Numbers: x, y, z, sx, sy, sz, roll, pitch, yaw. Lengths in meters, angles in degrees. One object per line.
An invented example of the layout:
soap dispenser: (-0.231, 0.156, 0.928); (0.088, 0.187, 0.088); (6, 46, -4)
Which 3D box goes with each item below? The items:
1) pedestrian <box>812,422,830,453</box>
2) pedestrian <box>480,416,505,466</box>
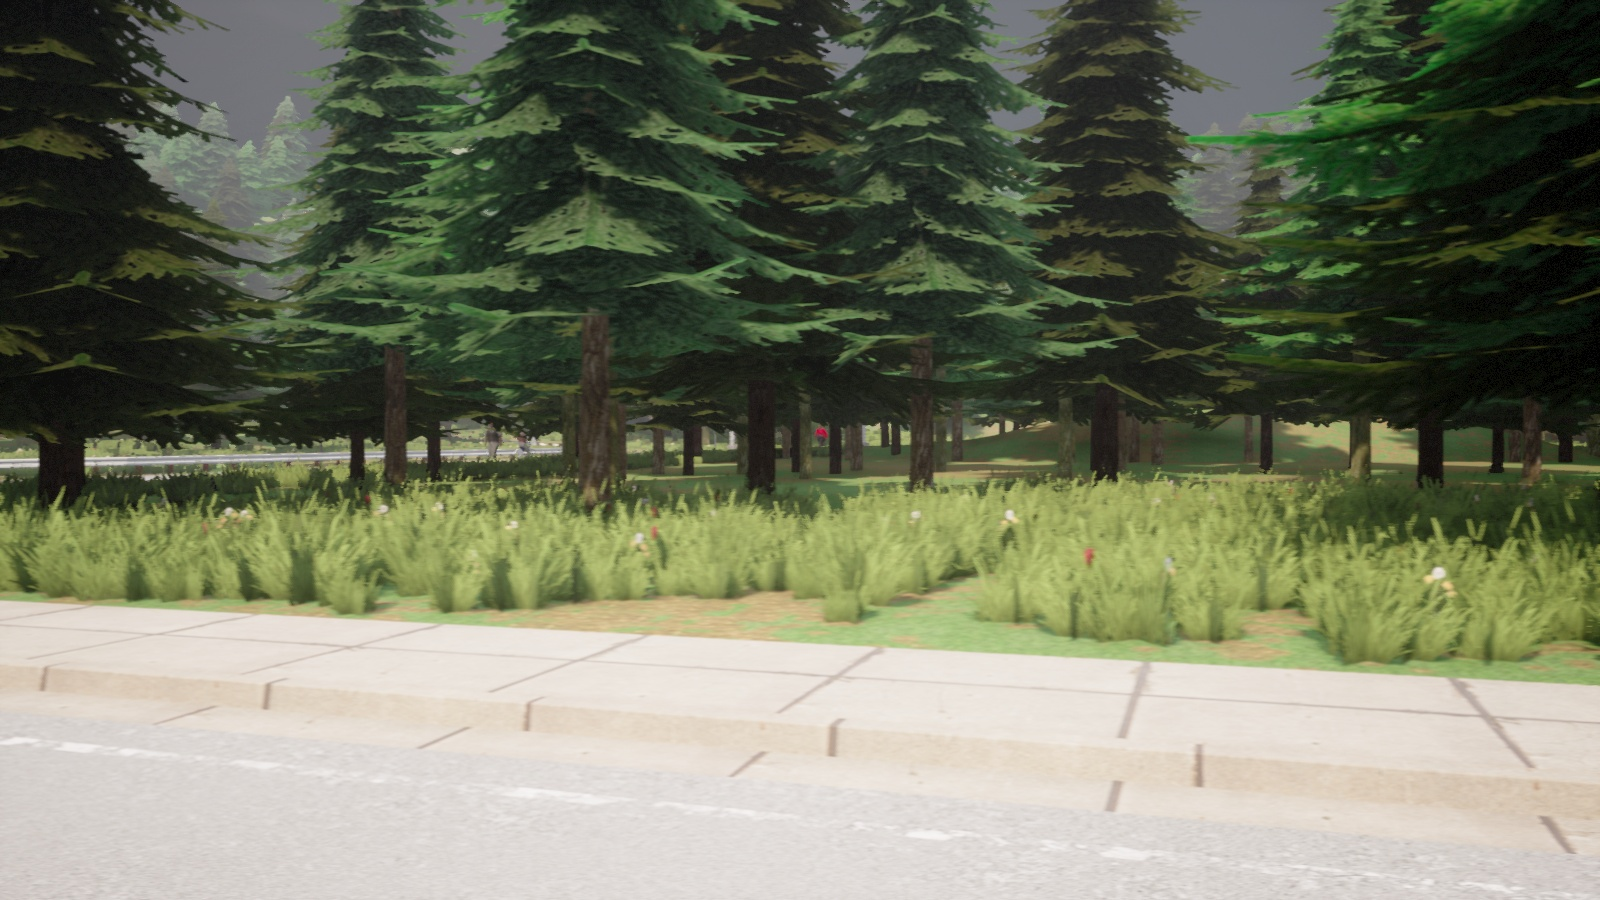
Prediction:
pedestrian: (1.282, -0.766, 76.920); (0.634, 1.844, 0.899); (1, 1, 42)
pedestrian: (-11.734, -0.350, 47.902); (0.563, 1.883, 0.849); (0, 1, 16)
